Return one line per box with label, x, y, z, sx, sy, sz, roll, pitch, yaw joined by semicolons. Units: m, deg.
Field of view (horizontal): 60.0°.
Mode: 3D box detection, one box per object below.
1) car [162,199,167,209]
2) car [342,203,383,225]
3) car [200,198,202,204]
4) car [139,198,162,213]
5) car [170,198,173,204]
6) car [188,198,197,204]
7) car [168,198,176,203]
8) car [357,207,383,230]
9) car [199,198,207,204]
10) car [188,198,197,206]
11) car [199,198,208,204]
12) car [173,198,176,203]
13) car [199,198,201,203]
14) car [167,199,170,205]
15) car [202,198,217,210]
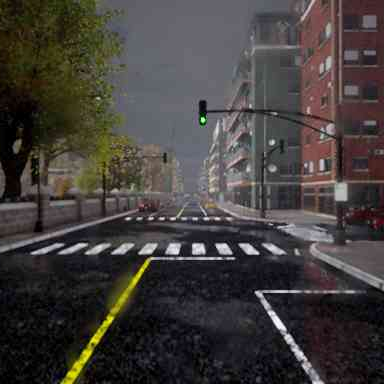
car;-5.620;1.885;54.267;1.967;1.590;4.097;0;0;0
car;14.652;1.801;26.597;5.009;1.841;2.192;1;-1;0
car;2.760;1.989;54.255;1.887;1.381;4.507;0;0;0
car;-5.635;1.665;43.198;2.192;1.841;5.009;0;0;0
car;-5.598;2.171;70.870;1.802;1.307;4.206;0;-1;0
car;0.108;2.212;78.909;1.994;1.385;4.181;0;-1;0
car;-5.569;2.310;92.841;1.752;1.417;4.829;0;-1;0
car;14.696;2.041;23.990;4.181;1.385;1.994;1;0;0
car;2.804;2.281;87.465;1.887;1.381;4.507;0;-1;0
car;0.096;2.116;68.499;2.033;1.411;5.357;0;-1;0
car;2.797;2.231;81.931;1.887;1.381;4.507;0;-1;0
car;-5.583;2.268;81.941;1.802;1.307;4.206;0;-1;0
car;2.768;2.043;59.791;2.008;1.369;4.403;0;0;0
car;-5.613;2.037;59.801;1.887;1.381;4.507;0;0;0
car;2.753;1.924;48.891;1.752;1.417;4.829;0;0;0
